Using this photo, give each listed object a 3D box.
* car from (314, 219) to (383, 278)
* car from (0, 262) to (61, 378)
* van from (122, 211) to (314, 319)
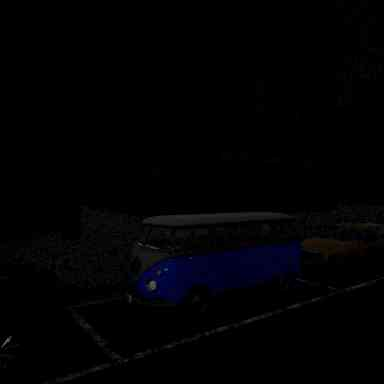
[{"bbox_3d":[4.880,1.526,10.135,4.829,1.417,1.752,0,0,-36],"label":"car"},{"bbox_3d":[-3.834,1.566,3.916,4.313,1.339,1.947,0,0,-36],"label":"car"},{"bbox_3d":[0.592,1.341,7.075,3.998,1.788,1.690,0,0,-36],"label":"van"}]
